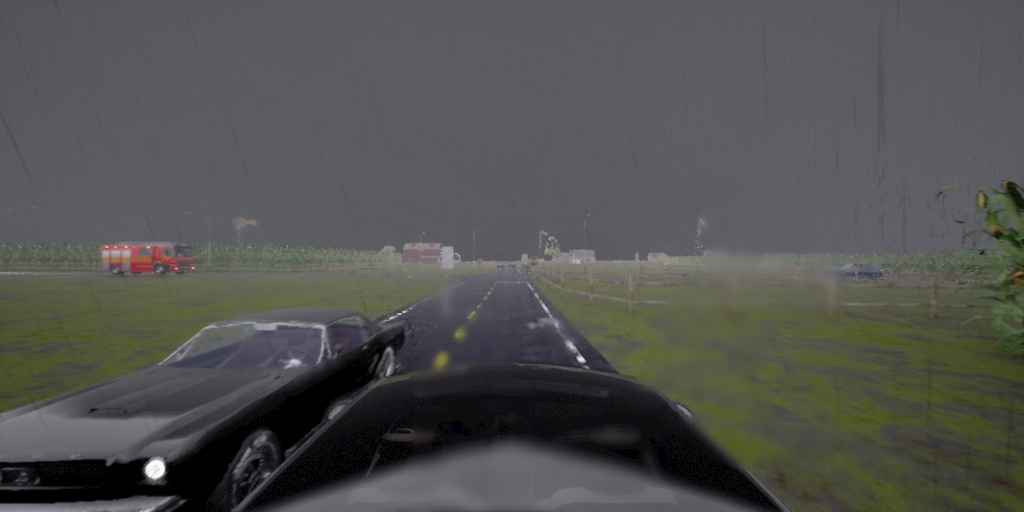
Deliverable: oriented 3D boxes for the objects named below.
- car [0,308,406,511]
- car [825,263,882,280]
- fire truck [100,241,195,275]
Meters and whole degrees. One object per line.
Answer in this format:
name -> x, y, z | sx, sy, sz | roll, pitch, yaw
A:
car -> -2.851, 1.381, 4.278 | 1.895, 1.301, 4.718 | 0, -1, 0
car -> 41.641, 1.856, 43.710 | 5.566, 2.045, 2.150 | 1, -1, 1
fire truck -> -42.180, 0.245, 41.705 | 8.468, 3.827, 2.891 | 0, -1, 1
